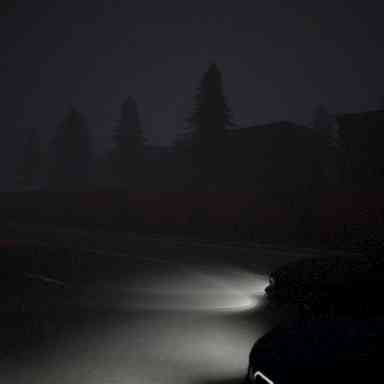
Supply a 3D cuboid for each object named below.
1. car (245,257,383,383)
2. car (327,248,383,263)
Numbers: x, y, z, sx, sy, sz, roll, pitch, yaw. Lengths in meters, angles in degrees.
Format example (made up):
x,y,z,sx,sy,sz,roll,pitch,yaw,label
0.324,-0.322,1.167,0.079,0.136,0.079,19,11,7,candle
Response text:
x,y,z,sx,sy,sz,roll,pitch,yaw,label
2.610,1.519,2.131,4.674,1.442,1.812,0,0,35,car
3.995,1.546,5.441,5.357,1.411,2.033,0,0,35,car
